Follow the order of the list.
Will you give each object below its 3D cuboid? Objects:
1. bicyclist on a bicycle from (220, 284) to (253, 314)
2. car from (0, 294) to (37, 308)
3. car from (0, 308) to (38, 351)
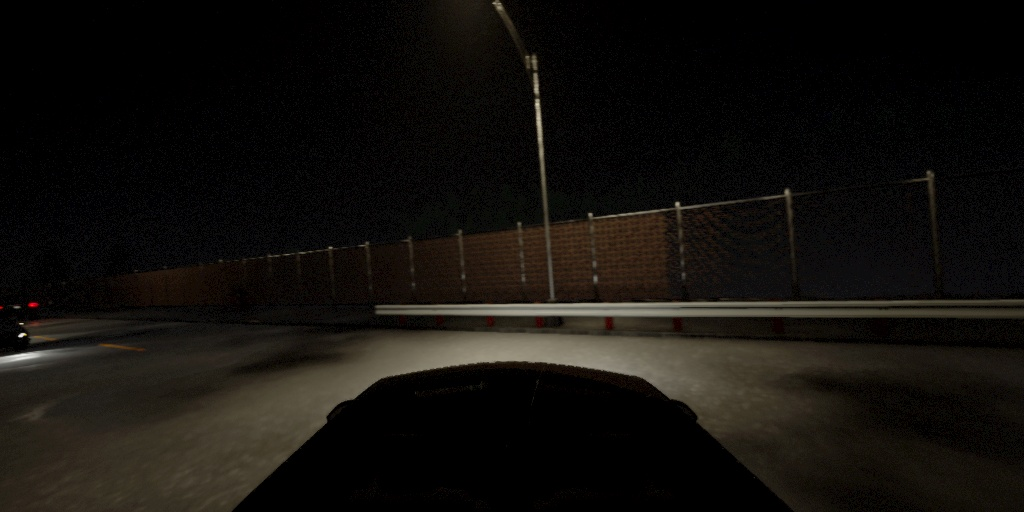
[{"bbox_3d":[-15.663,2.420,20.410,0.582,1.620,1.656,-4,0,27],"label":"bicyclist on a bicycle"},{"bbox_3d":[-39.029,4.079,27.682,5.566,2.045,2.150,-4,-1,26],"label":"car"},{"bbox_3d":[-19.580,2.840,12.990,5.357,1.411,2.033,-4,-1,27],"label":"car"}]
